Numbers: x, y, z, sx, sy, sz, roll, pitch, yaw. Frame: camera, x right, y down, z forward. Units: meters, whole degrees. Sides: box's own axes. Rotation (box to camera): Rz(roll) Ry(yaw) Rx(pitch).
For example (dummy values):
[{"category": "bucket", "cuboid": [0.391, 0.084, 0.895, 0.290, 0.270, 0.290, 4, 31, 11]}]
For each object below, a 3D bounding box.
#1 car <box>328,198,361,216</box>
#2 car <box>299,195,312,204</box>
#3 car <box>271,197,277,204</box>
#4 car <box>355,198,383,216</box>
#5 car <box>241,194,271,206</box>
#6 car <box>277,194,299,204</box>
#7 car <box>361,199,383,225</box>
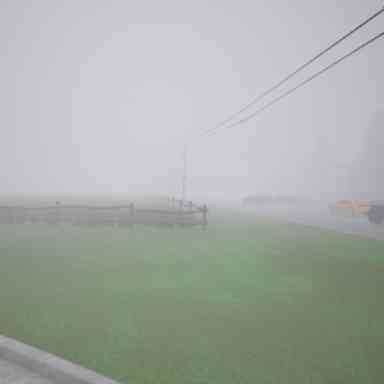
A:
[{"category": "car", "cuboid": [14.838, 1.345, 31.345, 1.882, 1.535, 5.008, 1, 1, -12]}, {"category": "car", "cuboid": [17.425, 1.204, 53.469, 1.994, 1.385, 4.181, 1, 1, -12]}, {"category": "car", "cuboid": [10.779, 1.063, 51.045, 1.837, 1.490, 4.892, 1, 1, -12]}, {"category": "car", "cuboid": [18.259, 1.394, 32.085, 1.882, 1.535, 5.008, 1, 1, -12]}, {"category": "car", "cuboid": [8.366, 1.134, 45.412, 2.033, 1.411, 5.357, 1, 1, -12]}, {"category": "car", "cuboid": [14.201, 1.111, 51.779, 1.837, 1.490, 4.892, 1, 1, -12]}, {"category": "car", "cuboid": [13.499, 1.199, 20.520, 2.150, 2.045, 5.566, 1, 1, -12]}]
